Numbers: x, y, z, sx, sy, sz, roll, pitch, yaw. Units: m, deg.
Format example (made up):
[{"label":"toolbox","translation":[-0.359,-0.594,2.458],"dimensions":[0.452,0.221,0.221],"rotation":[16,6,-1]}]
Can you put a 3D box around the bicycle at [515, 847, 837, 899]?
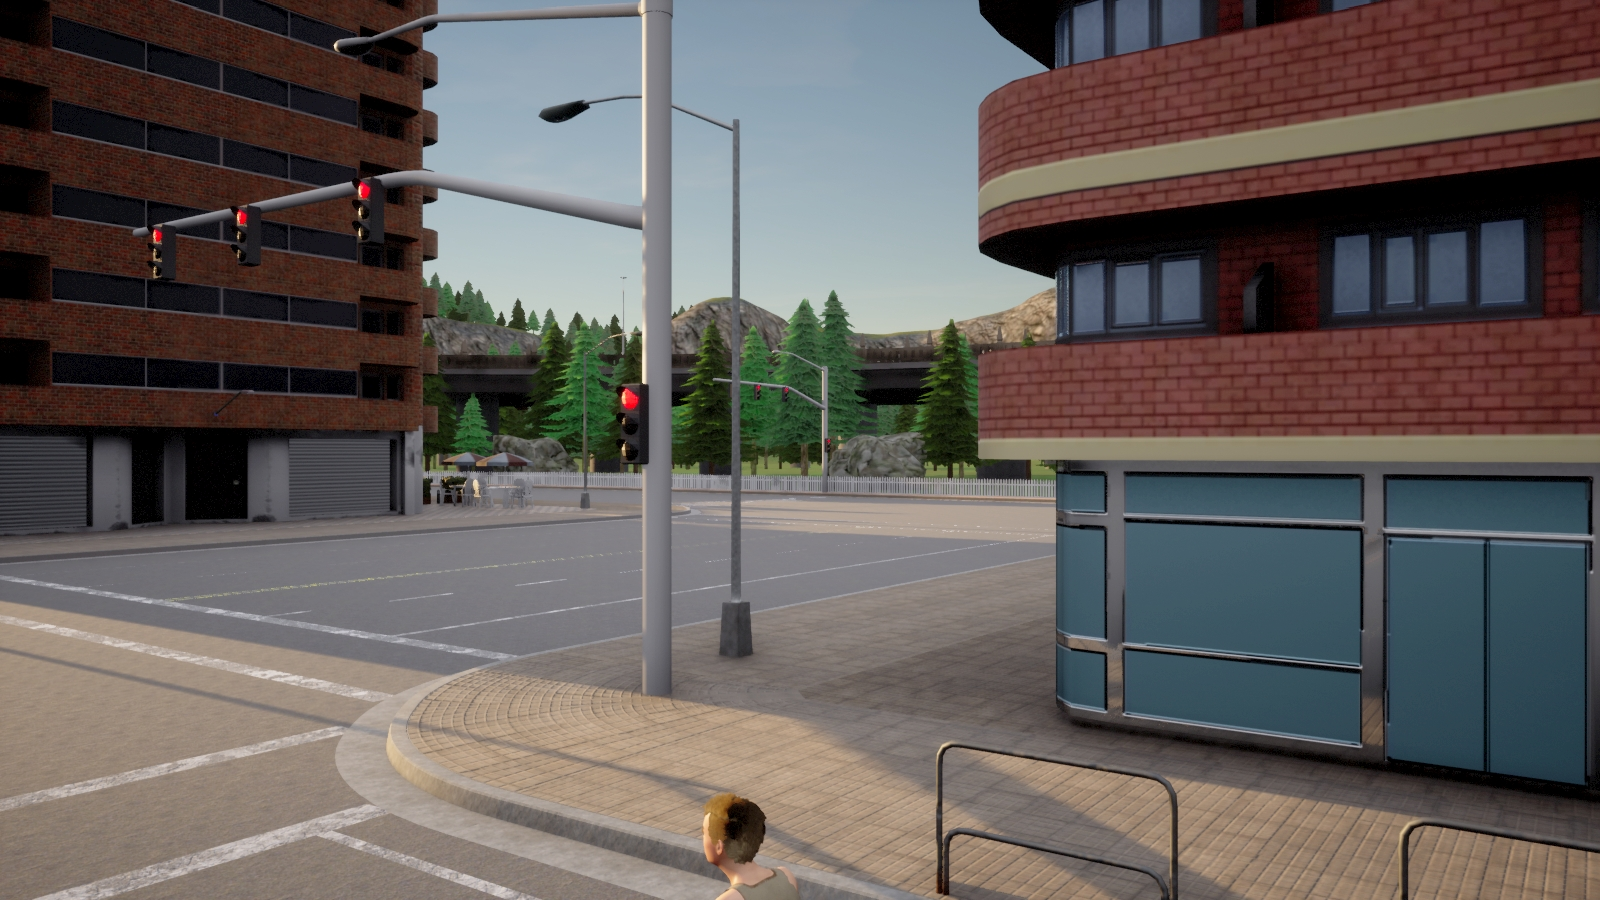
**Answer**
[{"label":"bicycle","translation":[-0.301,2.233,4.022],"dimensions":[1.487,1.126,0.859],"rotation":[0,0,35]}]
